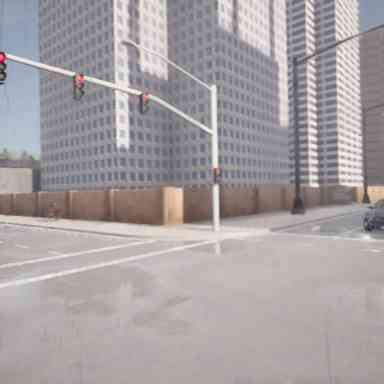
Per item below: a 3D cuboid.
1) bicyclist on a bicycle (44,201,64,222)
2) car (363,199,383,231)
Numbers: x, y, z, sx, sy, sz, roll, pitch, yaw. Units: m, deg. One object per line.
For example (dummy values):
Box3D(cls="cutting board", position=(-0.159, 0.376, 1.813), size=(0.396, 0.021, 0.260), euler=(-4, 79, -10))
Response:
Box3D(cls="bicyclist on a bicycle", position=(-10.917, 1.560, 26.358), size=(0.582, 1.620, 1.656), euler=(-1, 0, 40))
Box3D(cls="car", position=(10.763, 1.120, 17.820), size=(2.097, 1.767, 4.553), euler=(-1, 0, 41))
